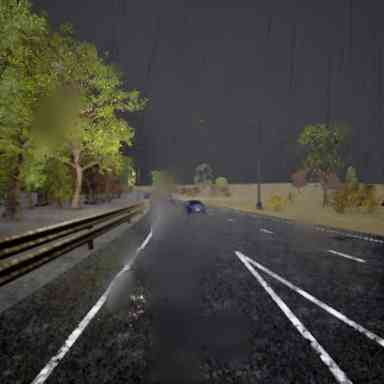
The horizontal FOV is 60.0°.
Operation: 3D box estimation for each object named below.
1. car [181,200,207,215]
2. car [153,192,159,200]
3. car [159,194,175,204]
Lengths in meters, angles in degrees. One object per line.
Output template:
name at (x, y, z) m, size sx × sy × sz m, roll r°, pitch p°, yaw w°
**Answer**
car at (0.167, 1.490, 33.092) m, size 1.812 × 1.442 × 4.674 m, roll 0°, pitch 0°, yaw -9°
car at (-8.892, 1.257, 90.952) m, size 2.097 × 1.767 × 4.553 m, roll 0°, pitch 0°, yaw -9°
car at (-4.508, 1.289, 62.932) m, size 2.097 × 1.767 × 4.553 m, roll 0°, pitch 0°, yaw -9°
